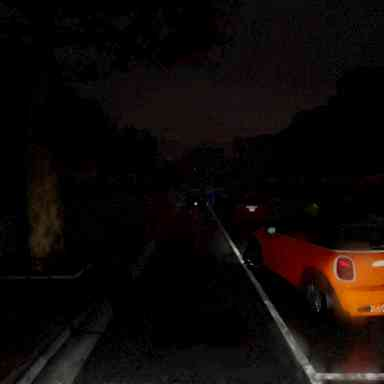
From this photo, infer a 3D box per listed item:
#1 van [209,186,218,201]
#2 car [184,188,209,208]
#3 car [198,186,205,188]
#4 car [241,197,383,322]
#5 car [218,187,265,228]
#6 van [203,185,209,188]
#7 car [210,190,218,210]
[{"bbox_3d":[2.941,0.428,34.407,1.690,1.788,3.998,1,2,0],"label":"van"},{"bbox_3d":[0.362,0.673,31.461,1.837,1.490,4.892,0,2,1],"label":"car"},{"bbox_3d":[0.481,0.306,46.138,1.812,1.442,4.674,0,2,1],"label":"car"},{"bbox_3d":[2.779,1.158,7.136,2.097,1.767,4.553,0,1,-8],"label":"car"},{"bbox_3d":[2.799,0.841,17.790,2.192,1.841,5.009,1,2,0],"label":"car"},{"bbox_3d":[3.129,-0.149,56.560,1.690,1.788,3.998,1,1,0],"label":"van"},{"bbox_3d":[2.891,0.778,28.873,1.887,1.381,4.507,1,2,0],"label":"car"}]
